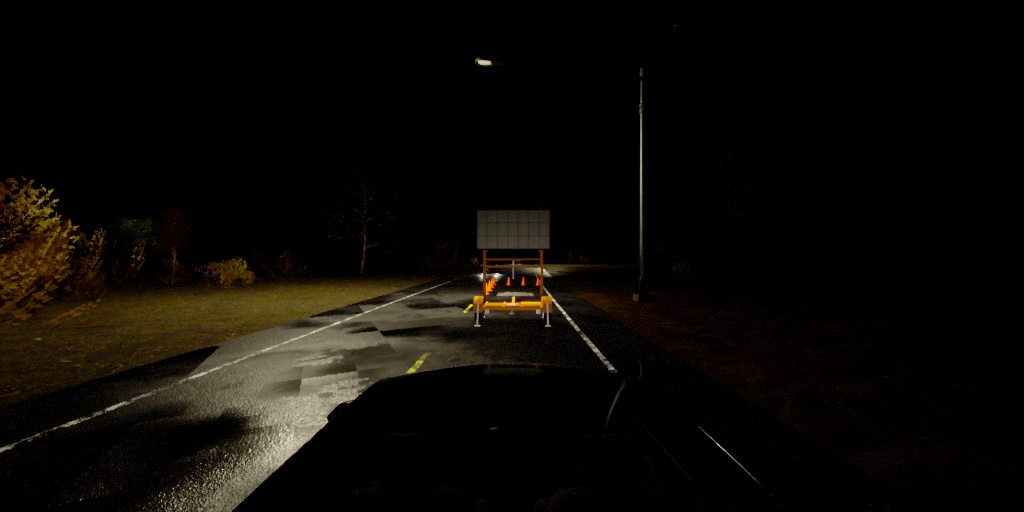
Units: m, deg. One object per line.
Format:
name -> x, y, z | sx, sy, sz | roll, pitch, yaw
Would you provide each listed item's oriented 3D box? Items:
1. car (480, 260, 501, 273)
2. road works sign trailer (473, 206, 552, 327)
car -> -2.498, 1.096, 42.209 | 2.097, 1.767, 4.553 | 0, 0, 3
road works sign trailer -> 0.042, 0.214, 11.548 | 2.380, 3.560, 2.880 | 0, 0, 1
